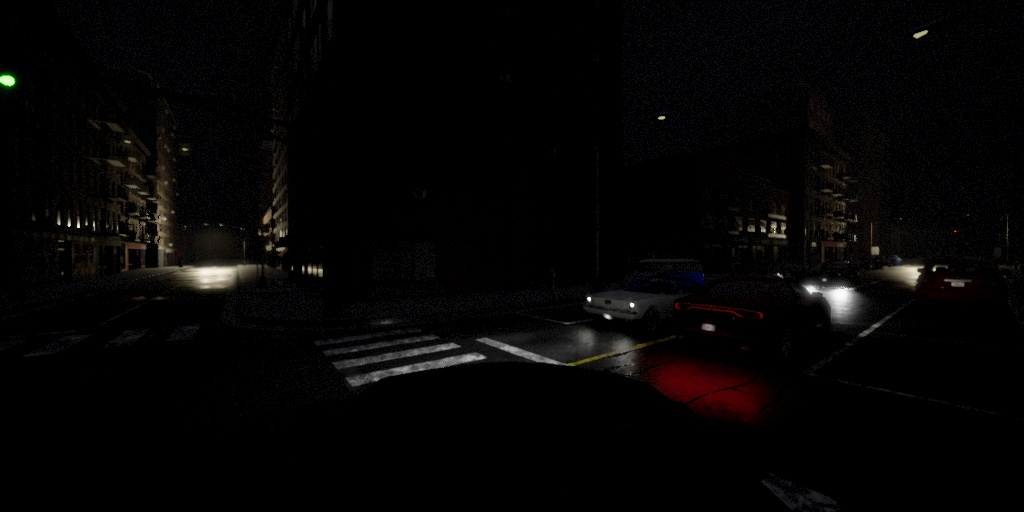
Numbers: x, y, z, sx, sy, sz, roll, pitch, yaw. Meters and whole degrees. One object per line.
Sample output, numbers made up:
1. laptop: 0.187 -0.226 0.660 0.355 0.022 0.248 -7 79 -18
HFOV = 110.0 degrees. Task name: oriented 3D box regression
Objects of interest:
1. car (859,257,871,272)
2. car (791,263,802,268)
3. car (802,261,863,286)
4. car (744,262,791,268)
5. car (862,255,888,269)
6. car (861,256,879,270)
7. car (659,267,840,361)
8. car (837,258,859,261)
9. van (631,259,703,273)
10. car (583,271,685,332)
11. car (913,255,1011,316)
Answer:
1. car: 37.091 1.044 39.161 4.403 1.370 2.007 0 0 -37
2. car: 19.918 1.140 26.019 4.507 1.381 1.888 0 0 -37
3. car: 21.506 1.204 24.002 4.718 1.301 1.895 0 0 -37
4. car: 15.624 1.185 22.734 4.313 1.339 1.948 0 0 -37
5. car: 45.677 0.757 45.732 5.009 1.841 2.192 0 0 -37
6. car: 41.384 1.034 42.447 4.313 1.339 1.948 0 0 -37
7. car: 5.701 1.193 8.325 5.008 1.535 1.882 0 0 -37
8. car: 32.663 1.044 35.773 4.829 1.417 1.751 0 0 -37
9. van: 7.038 1.010 16.163 3.998 1.789 1.690 0 0 -37
10. car: 4.377 1.303 10.897 4.718 1.301 1.895 0 0 -35
11. car: 16.263 0.988 13.009 5.009 1.841 2.192 0 0 -37
